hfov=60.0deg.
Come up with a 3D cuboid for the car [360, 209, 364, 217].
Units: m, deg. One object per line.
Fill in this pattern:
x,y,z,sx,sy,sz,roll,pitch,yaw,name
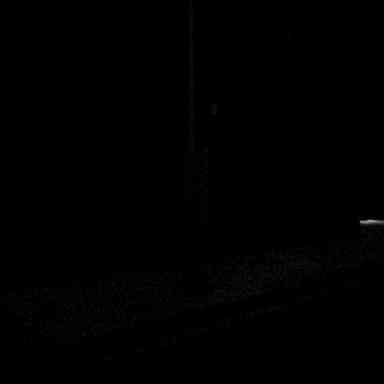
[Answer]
11.215,1.388,26.198,1.994,1.385,4.181,0,1,-36,car
